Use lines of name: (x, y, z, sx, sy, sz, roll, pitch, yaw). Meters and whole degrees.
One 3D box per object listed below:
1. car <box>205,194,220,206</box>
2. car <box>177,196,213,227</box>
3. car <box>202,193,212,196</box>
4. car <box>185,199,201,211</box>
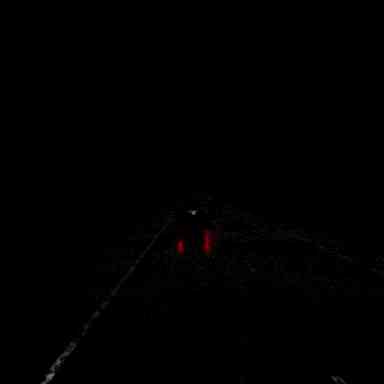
car: (3.615, 1.541, 56.167, 1.994, 1.385, 4.181, 0, 0, 0)
car: (0.105, 1.341, 22.709, 2.097, 1.767, 4.553, 0, 0, 0)
car: (3.519, 1.197, 73.620, 2.150, 2.045, 5.566, 0, 0, 0)
car: (0.109, 1.582, 42.258, 1.895, 1.301, 4.718, 0, 0, 0)
